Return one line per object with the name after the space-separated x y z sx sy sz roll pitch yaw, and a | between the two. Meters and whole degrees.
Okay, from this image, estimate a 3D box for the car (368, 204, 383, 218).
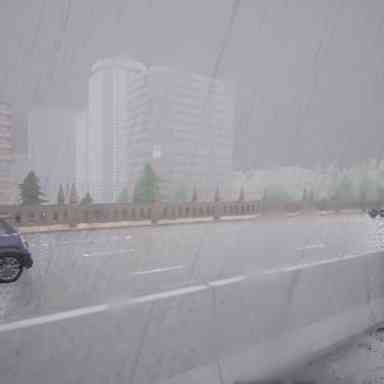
17.599 1.683 29.439 4.718 1.301 1.895 0 0 -36 | car

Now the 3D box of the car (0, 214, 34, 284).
-6.411 1.358 8.019 4.553 1.767 2.097 0 0 -35 | car
